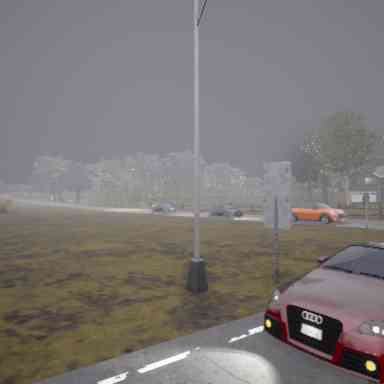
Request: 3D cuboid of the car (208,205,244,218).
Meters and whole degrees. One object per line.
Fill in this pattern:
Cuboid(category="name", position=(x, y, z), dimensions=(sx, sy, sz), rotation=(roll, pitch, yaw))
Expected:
Cuboid(category="car", position=(3.673, 2.095, 36.386), dimensions=(1.994, 1.385, 4.181), rotation=(-1, -1, -36))

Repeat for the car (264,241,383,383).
Cuboid(category="car", position=(3.106, 1.549, 5.321), dimensions=(4.181, 1.385, 1.994), rotation=(0, 0, -36))

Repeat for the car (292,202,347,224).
Cuboid(category="car", position=(10.191, 1.615, 27.153), dimensions=(2.097, 1.767, 4.553), rotation=(-1, -1, -35))

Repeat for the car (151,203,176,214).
Cuboid(category="car", position=(-4.096, 2.302, 47.419), dimensions=(2.128, 1.511, 4.902), rotation=(-1, -1, -35))
